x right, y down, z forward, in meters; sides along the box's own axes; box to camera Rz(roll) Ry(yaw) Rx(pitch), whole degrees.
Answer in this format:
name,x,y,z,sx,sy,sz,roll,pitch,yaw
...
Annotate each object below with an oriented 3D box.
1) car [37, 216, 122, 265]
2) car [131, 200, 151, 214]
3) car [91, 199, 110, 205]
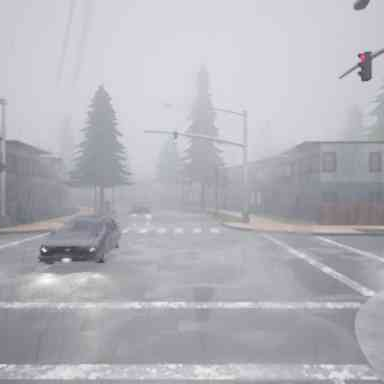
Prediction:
name,x,y,z,sx,sy,sz,roll,pitch,yaw
car,-3.774,1.594,12.264,2.033,1.411,5.357,0,0,-3
car,-5.875,1.662,37.971,1.837,1.490,4.892,1,0,-13
car,-16.917,1.876,61.517,1.895,1.301,4.718,0,0,-37
